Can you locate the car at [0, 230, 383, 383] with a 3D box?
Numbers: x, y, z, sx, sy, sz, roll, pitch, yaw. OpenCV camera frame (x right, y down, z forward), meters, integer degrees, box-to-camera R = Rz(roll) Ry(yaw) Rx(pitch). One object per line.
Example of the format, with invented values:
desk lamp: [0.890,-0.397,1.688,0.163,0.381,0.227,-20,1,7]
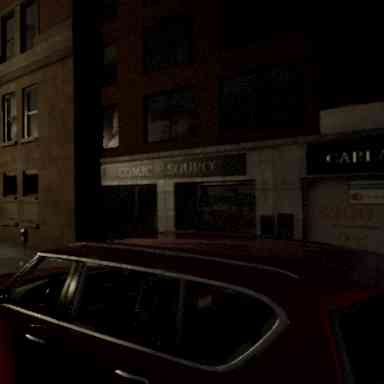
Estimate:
car: [-0.560,1.326,3.258,5.009,1.841,2.192,0,-1,35]
